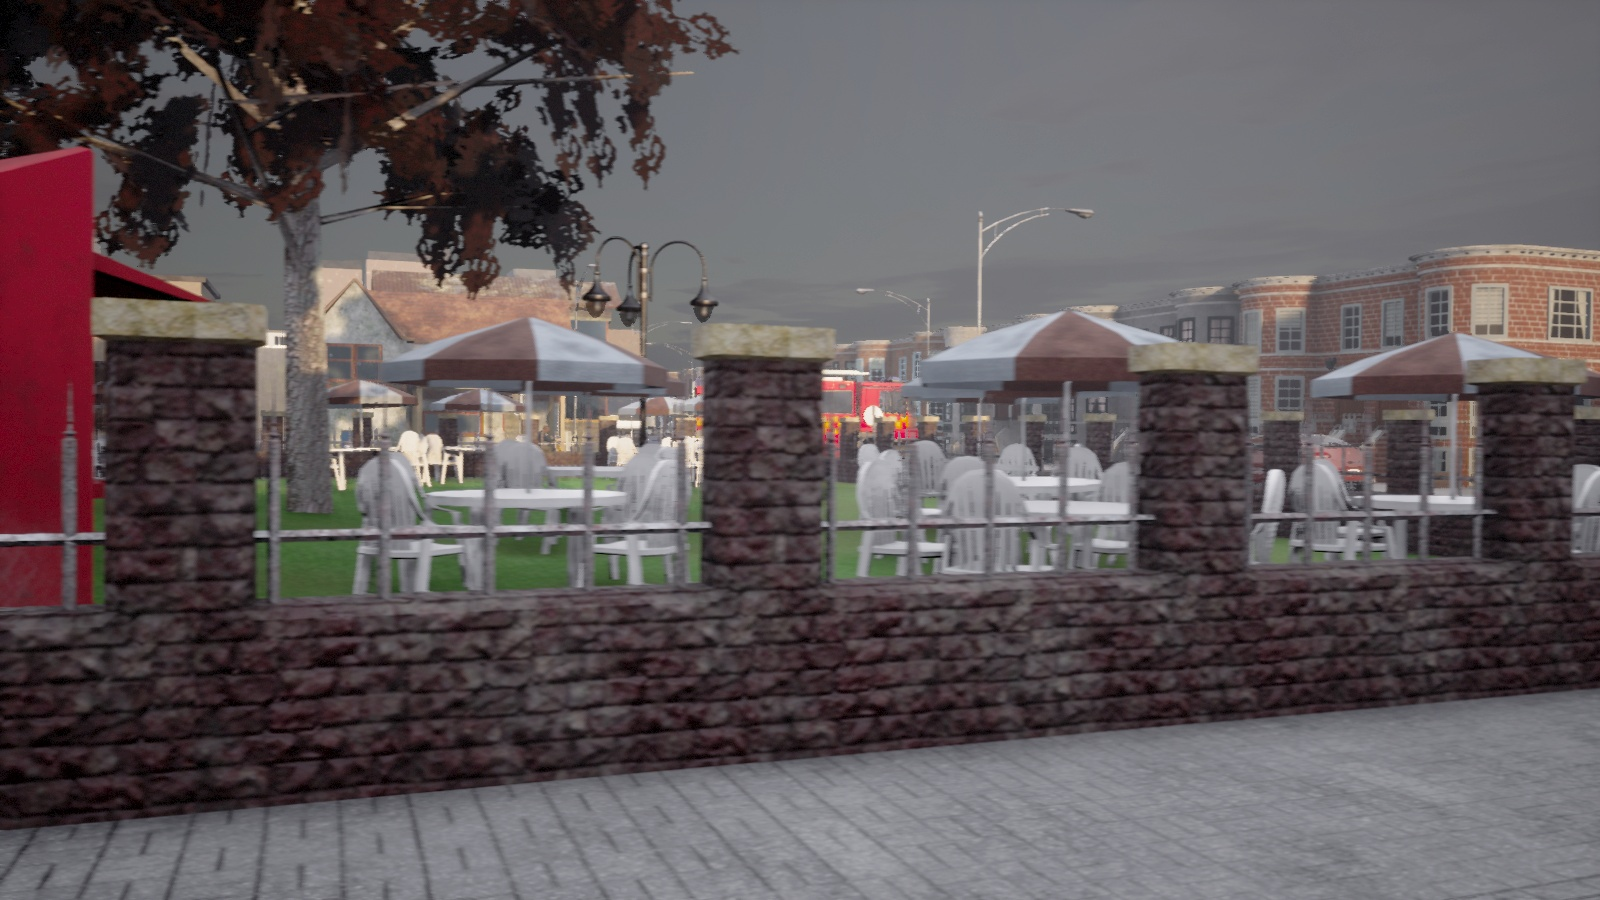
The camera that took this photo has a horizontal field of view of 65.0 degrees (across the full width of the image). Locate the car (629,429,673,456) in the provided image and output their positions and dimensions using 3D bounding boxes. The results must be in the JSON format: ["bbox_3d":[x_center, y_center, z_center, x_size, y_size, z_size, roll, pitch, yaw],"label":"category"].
[{"bbox_3d":[-9.405,-0.487,78.911,1.851,1.617,3.988,-1,1,-21],"label":"car"}]

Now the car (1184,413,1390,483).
[{"bbox_3d":[12.446,-0.087,32.504,2.152,1.651,5.027,-1,1,-20],"label":"car"}]

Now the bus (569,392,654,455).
[{"bbox_3d":[-13.680,-1.898,90.155,3.944,4.253,10.273,-1,1,-21],"label":"bus"}]

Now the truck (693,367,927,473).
[{"bbox_3d":[0.320,-1.144,47.541,8.468,3.827,2.891,-1,1,-9],"label":"truck"}]

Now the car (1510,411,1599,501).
[{"bbox_3d":[15.991,0.092,23.200,2.242,1.667,4.611,-1,1,-21],"label":"car"}]
